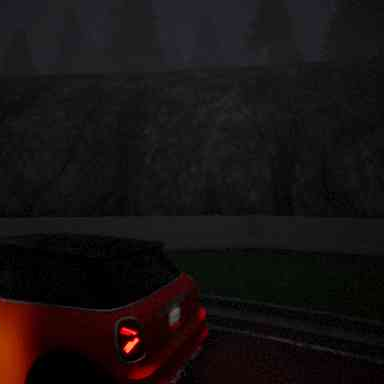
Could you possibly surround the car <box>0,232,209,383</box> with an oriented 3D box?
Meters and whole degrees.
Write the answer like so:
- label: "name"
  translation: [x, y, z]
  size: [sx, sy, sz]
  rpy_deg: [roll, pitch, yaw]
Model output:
- label: "car"
  translation: [-2.153, 1.348, 4.381]
  size: [4.553, 1.767, 2.097]
  rpy_deg: [0, 0, 22]
